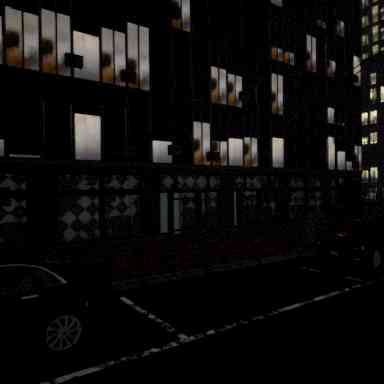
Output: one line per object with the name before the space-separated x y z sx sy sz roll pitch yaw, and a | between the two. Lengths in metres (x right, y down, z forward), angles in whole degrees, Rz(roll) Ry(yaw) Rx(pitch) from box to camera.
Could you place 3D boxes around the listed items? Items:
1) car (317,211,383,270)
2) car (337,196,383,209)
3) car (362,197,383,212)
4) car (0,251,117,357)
car | 5.964 1.538 10.992 4.507 1.381 1.887 0 -1 -36
car | 20.550 1.263 40.850 1.752 1.417 4.829 -1 1 -35
car | 18.052 1.432 34.343 1.994 1.385 4.181 -1 1 -35
car | -3.210 1.551 4.413 4.403 1.369 2.008 0 -1 -36
